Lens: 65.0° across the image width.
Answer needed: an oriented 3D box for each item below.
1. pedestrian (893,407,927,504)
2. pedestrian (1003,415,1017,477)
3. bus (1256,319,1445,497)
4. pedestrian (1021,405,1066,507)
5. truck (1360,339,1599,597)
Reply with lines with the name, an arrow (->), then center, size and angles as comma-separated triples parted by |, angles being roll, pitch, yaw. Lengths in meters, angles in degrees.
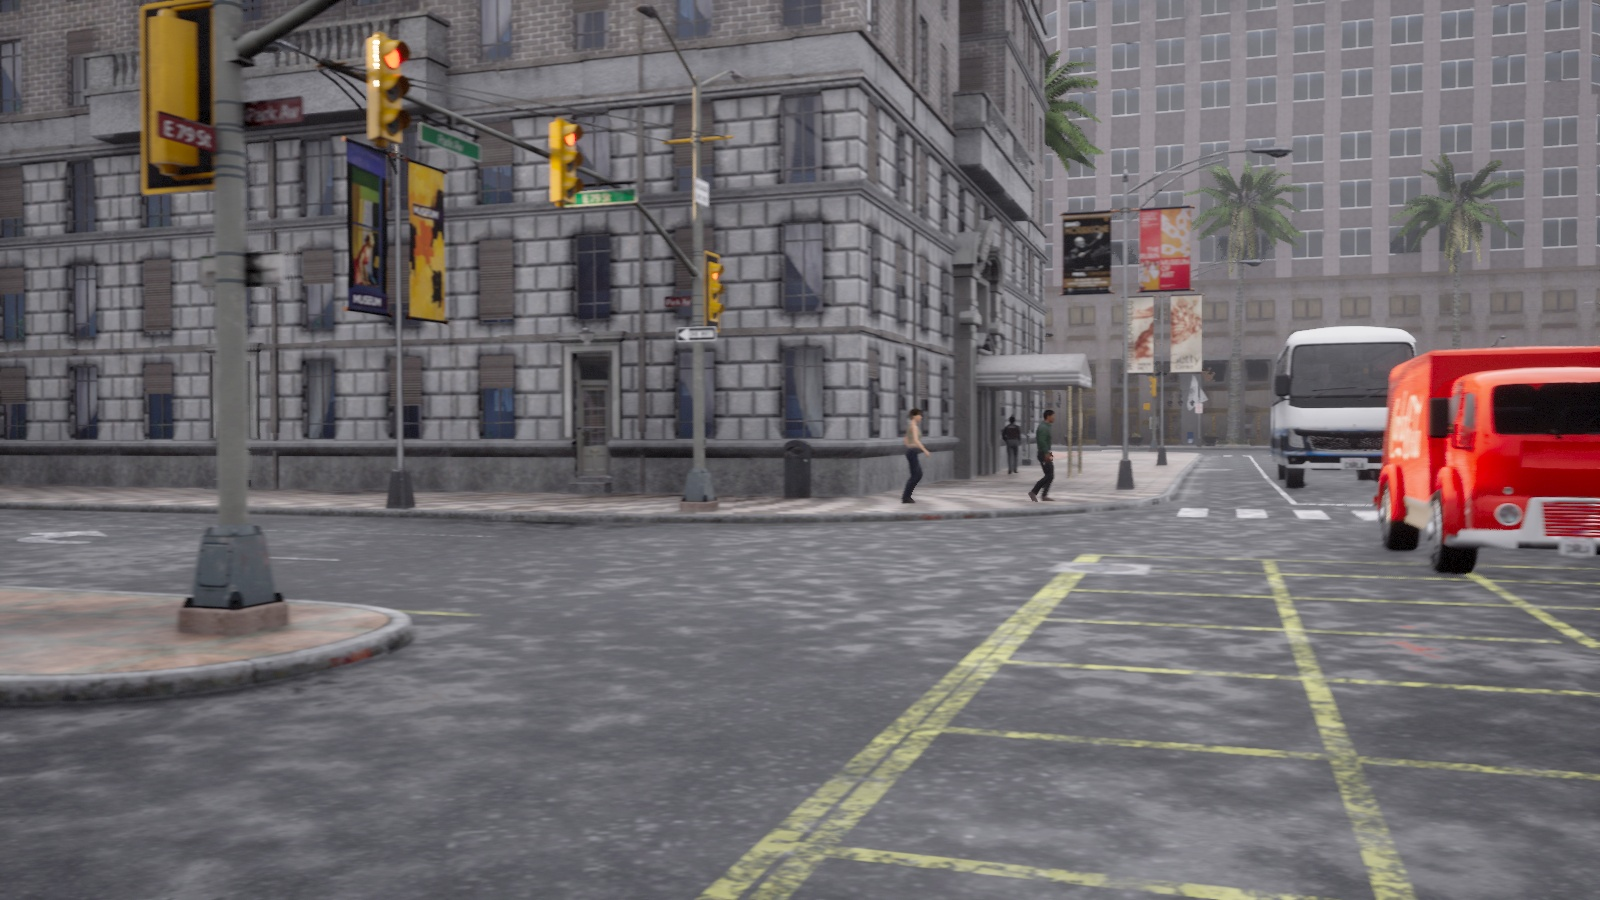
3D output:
pedestrian -> 2.101, 0.107, 23.947 | 0.594, 1.836, 0.345 | 0, 1, -2
pedestrian -> 6.637, -0.127, 39.682 | 0.402, 1.930, 0.666 | 0, 1, 12
bus -> 15.129, -1.060, 35.442 | 3.944, 4.253, 10.273 | 1, 1, 19
pedestrian -> 4.717, 0.111, 24.333 | 0.788, 1.949, 0.423 | 1, 1, 18
truck -> 8.231, 0.137, 14.562 | 2.627, 2.467, 5.204 | 1, 1, 18
